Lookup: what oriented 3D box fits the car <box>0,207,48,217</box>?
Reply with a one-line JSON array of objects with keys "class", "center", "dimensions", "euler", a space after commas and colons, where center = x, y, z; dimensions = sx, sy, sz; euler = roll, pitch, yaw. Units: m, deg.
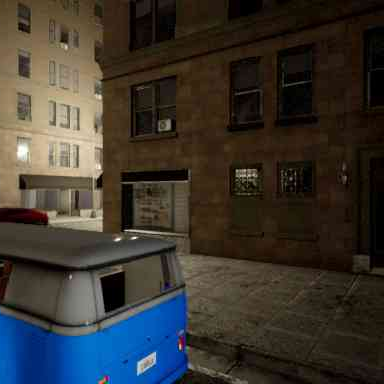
[{"class": "car", "center": [-10.587, 1.590, 19.084], "dimensions": [1.812, 1.442, 4.674], "euler": [0, 0, 36]}]

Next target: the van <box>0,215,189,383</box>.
[{"class": "van", "center": [-1.966, 1.341, 4.085], "dimensions": [3.998, 1.788, 1.690], "euler": [0, 0, 33]}]
